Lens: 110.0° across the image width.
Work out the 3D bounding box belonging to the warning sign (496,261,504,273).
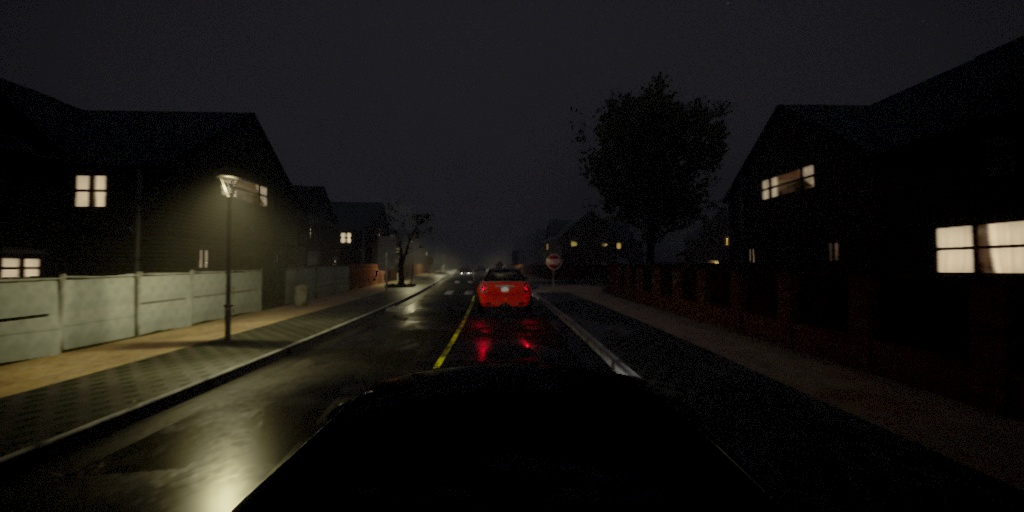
[{"bbox_3d":[-1.803,1.635,53.340,1.300,1.860,1.060,0,0,-6],"label":"warning sign"}]

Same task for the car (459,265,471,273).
[{"bbox_3d":[-8.343,2.289,64.147,1.994,1.385,4.181,0,-1,-6],"label":"car"}]

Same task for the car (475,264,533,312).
[{"bbox_3d":[-0.366,1.271,15.230,2.097,1.767,4.553,0,-1,-3],"label":"car"}]
